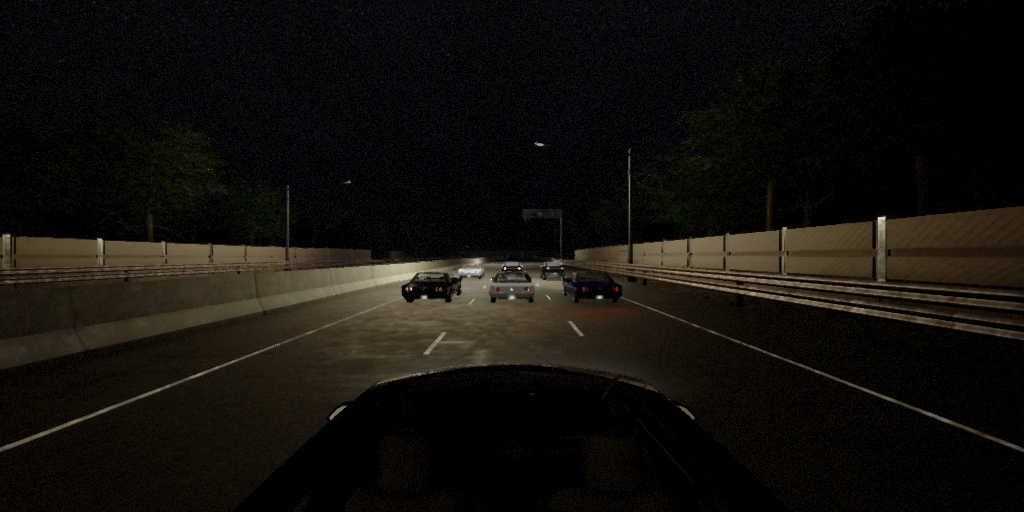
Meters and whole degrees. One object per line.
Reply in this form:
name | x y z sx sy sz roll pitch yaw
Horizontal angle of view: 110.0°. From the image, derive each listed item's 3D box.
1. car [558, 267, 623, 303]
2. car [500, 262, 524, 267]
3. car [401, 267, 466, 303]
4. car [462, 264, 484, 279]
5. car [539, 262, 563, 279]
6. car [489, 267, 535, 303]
car | 3.500 1.358 16.531 1.895 1.301 4.718 0 0 0
car | 0.000 1.225 31.501 2.128 1.511 4.902 0 0 0
car | -3.500 1.358 16.531 1.895 1.301 4.718 0 0 0
car | -3.499 1.346 31.532 1.895 1.301 4.718 0 0 0
car | 3.500 1.225 31.501 2.128 1.511 4.902 0 0 0
car | 0.000 1.358 16.531 1.895 1.301 4.718 0 0 0
